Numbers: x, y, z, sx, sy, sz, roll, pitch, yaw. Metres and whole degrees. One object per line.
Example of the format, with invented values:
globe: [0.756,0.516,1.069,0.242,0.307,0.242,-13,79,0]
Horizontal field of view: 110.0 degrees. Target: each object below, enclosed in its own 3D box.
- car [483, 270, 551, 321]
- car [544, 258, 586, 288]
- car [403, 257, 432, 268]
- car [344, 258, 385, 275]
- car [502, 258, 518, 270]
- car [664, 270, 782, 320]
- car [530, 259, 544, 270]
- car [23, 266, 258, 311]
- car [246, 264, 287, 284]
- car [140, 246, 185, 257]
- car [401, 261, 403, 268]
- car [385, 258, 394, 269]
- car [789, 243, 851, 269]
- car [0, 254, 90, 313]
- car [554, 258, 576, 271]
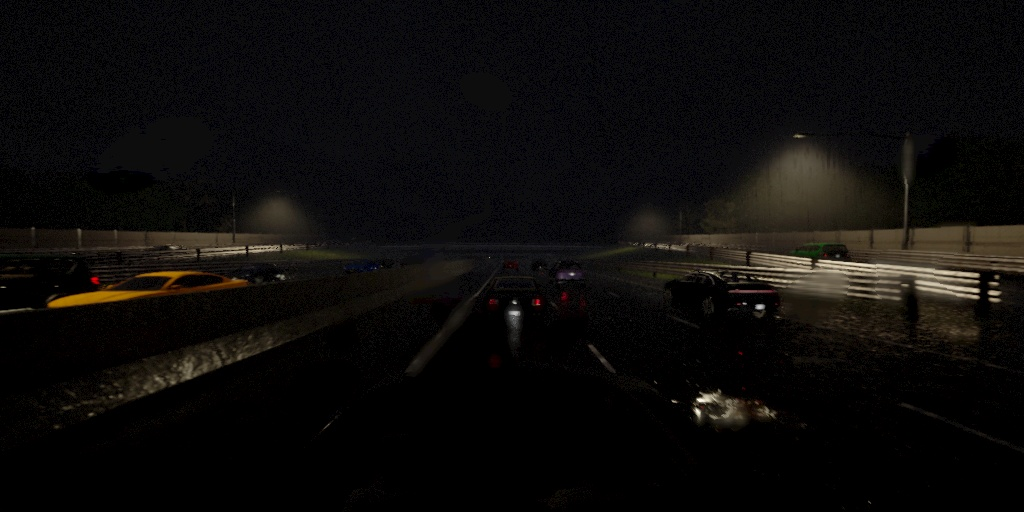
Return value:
car: [0.081,1.346,12.472,1.895,1.301,4.718,0,0,0]
car: [3.540,1.115,23.450,2.033,1.649,4.856,0,0,0]
car: [-10.739,1.115,42.142,2.033,1.411,5.357,0,0,0]
car: [-14.206,1.089,34.230,1.882,1.535,5.008,0,0,0]
car: [-0.214,1.030,46.051,1.882,1.535,5.008,0,0,-1]
car: [7.080,1.236,12.689,2.128,1.511,4.902,0,0,0]
car: [3.387,1.059,45.645,1.837,1.490,4.892,0,0,-1]
car: [-10.616,1.227,11.020,1.882,1.535,5.008,0,0,0]
car: [-17.663,1.240,24.825,1.994,1.385,4.181,0,0,0]
car: [-39.401,-0.406,40.562,2.128,1.511,4.902,0,3,-12]
car: [-14.263,0.844,50.923,1.837,1.490,4.892,0,0,-1]
car: [-17.762,1.049,49.490,1.837,1.490,4.892,0,0,0]
car: [25.063,-0.055,29.455,2.150,2.045,5.566,0,3,14]
car: [-14.111,0.973,8.987,2.150,2.045,5.566,0,0,0]
car: [6.781,1.043,46.527,2.128,1.511,4.902,0,0,-1]
